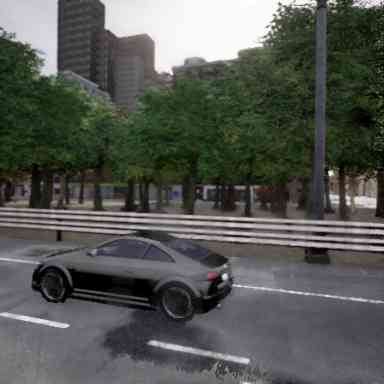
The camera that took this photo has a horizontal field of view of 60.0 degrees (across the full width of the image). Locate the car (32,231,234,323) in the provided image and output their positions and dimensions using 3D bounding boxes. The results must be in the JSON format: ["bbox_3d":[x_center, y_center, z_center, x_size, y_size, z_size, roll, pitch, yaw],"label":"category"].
[{"bbox_3d":[-1.237,1.555,7.058,4.181,1.385,1.994,1,0,21],"label":"car"}]
